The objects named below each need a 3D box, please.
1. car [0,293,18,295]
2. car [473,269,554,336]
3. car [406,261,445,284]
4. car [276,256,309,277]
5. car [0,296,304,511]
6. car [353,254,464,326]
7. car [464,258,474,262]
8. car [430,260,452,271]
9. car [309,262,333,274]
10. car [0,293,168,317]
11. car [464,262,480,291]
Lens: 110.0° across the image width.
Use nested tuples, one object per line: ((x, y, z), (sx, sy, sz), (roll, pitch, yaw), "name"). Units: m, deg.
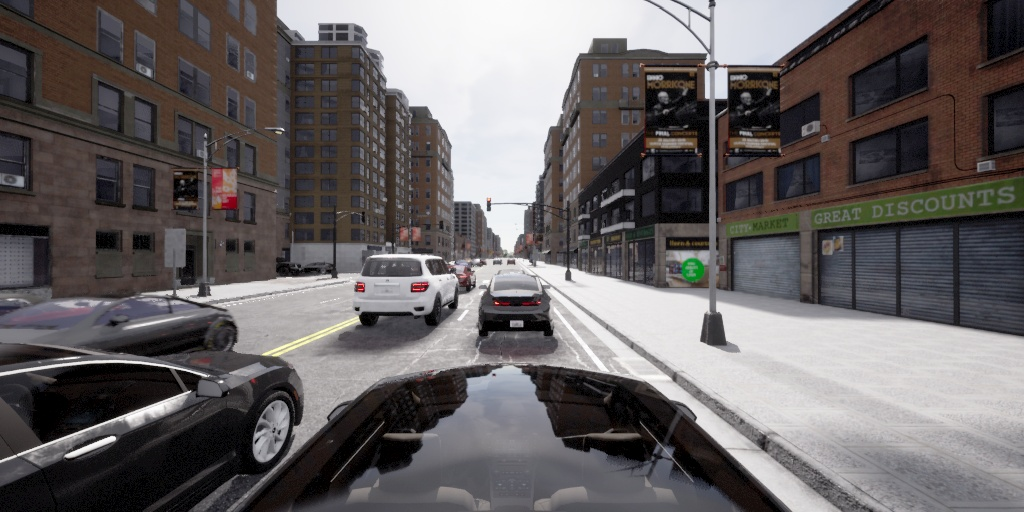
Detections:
((-9.859, 1.351, 5.977), (1.895, 1.301, 4.718), (0, 0, 0), "car")
((0.085, 1.256, 10.348), (1.837, 1.490, 4.892), (0, 0, 0), "car")
((-6.655, 1.232, 28.158), (1.882, 1.535, 5.008), (0, 0, 0), "car")
((-23.555, 0.973, 35.212), (5.566, 2.045, 2.150), (0, 0, 0), "car")
((-3.153, 1.255, 1.903), (1.837, 1.490, 4.892), (0, 0, 0), "car")
((-3.173, 0.972, 11.856), (2.150, 2.045, 5.566), (0, 0, 1), "car")
((-6.691, 1.292, 48.384), (1.812, 1.442, 4.674), (0, 0, 0), "car")
((-9.948, 1.315, 50.472), (2.033, 1.411, 5.357), (0, 0, 0), "car")
((-22.227, 1.346, 40.689), (4.313, 1.339, 1.948), (0, 0, 0), "car")
((-6.608, 1.314, 5.650), (1.994, 1.385, 4.181), (0, 0, 0), "car")
((-3.248, 1.279, 21.556), (1.812, 1.442, 4.674), (0, 0, 0), "car")
